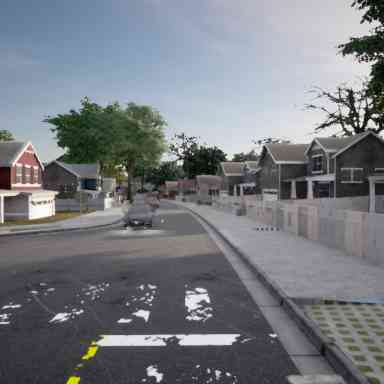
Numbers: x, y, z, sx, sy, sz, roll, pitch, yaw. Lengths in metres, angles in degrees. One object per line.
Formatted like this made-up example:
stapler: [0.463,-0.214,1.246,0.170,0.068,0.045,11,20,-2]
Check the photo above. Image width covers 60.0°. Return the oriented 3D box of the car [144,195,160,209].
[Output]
car: [-5.670,1.428,47.156,2.097,1.767,4.553,0,0,-7]

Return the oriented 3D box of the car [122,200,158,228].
car: [-3.466,1.575,22.285,1.837,1.490,4.892,0,0,-3]

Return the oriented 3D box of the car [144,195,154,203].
car: [-9.323,1.516,71.823,1.837,1.490,4.892,0,0,-10]
